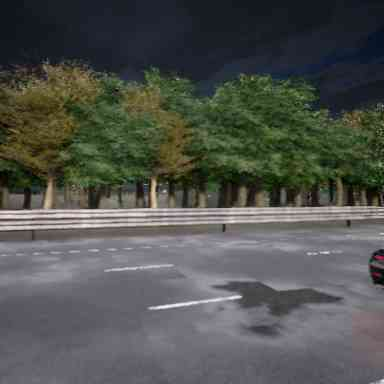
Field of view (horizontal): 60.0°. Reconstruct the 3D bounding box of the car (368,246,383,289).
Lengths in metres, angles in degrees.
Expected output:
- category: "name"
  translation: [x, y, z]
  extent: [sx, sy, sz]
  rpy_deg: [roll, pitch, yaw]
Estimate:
- category: "car"
  translation: [6.285, 1.591, 7.623]
  extent: [4.892, 1.490, 1.837]
  rpy_deg: [1, 0, -24]
